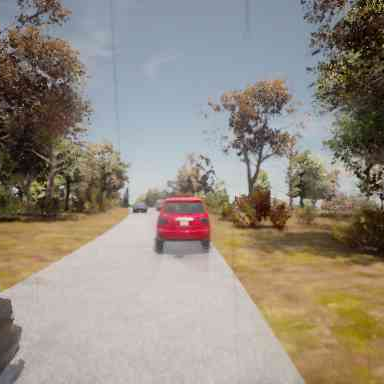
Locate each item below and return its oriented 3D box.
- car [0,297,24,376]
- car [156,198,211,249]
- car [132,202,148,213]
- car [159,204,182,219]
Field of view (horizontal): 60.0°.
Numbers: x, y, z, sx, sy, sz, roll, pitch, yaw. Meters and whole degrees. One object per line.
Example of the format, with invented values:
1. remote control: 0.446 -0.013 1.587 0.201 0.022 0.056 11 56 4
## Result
1. car: -2.890 1.549 1.590 2.033 1.411 5.357 0 0 -1
2. car: -0.448 1.272 14.985 2.150 2.045 5.566 0 0 -3
3. car: -6.600 1.940 42.297 2.033 1.411 5.357 1 -1 -10
4. car: -2.169 1.845 32.653 1.895 1.301 4.718 0 -1 -7
